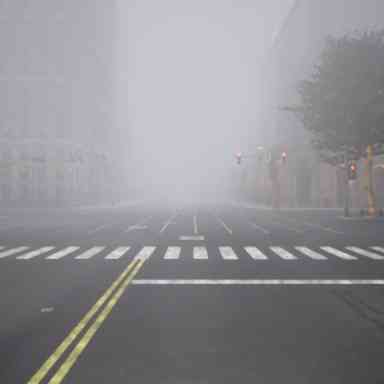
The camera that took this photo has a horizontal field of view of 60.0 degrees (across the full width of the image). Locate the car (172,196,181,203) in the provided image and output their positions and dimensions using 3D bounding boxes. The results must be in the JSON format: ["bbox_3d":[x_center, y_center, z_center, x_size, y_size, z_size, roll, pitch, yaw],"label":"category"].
[{"bbox_3d":[-3.407,1.631,75.689,1.882,1.535,5.008,0,0,1],"label":"car"}]

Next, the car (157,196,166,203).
[{"bbox_3d":[-6.907,1.654,75.717,1.837,1.490,4.892,0,0,1],"label":"car"}]
